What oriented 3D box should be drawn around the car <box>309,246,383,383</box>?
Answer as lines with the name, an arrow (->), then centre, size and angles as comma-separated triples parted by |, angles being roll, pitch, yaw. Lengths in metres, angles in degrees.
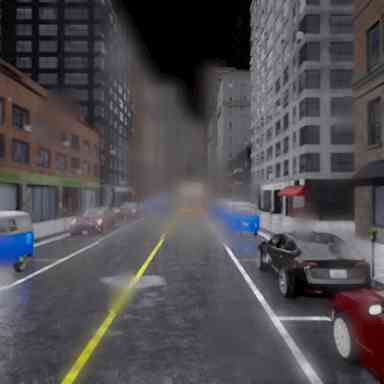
car -> 2.857, 1.576, 3.067 | 1.887, 1.381, 4.507 | 0, -1, 0

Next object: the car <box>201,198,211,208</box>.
car -> 2.864, 2.107, 52.576 | 1.802, 1.307, 4.206 | 0, -1, 0

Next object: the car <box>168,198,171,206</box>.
car -> -5.660, 2.202, 63.580 | 1.947, 1.339, 4.313 | 0, -1, 0

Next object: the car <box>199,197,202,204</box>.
car -> 2.864, 1.895, 58.080 | 2.192, 1.841, 5.009 | 0, -1, 0

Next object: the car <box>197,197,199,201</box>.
car -> 2.868, 2.357, 80.082 | 2.008, 1.369, 4.403 | 0, -1, 0

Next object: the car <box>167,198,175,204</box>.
car -> -5.656, 2.361, 91.087 | 1.967, 1.590, 4.097 | 0, -1, 0

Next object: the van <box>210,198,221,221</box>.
van -> 2.860, 1.646, 30.574 | 1.690, 1.788, 3.998 | 0, -1, 0

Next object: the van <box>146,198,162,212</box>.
van -> -5.663, 1.811, 47.080 | 1.690, 1.788, 3.998 | 0, -1, 0

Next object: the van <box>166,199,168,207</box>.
van -> -5.661, 1.922, 58.081 | 1.690, 1.788, 3.998 | 0, -1, 0

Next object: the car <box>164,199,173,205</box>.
car -> -5.657, 2.372, 80.083 | 1.947, 1.339, 4.313 | 0, -1, 0

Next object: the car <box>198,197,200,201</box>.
car -> 2.866, 2.133, 69.081 | 1.967, 1.590, 4.097 | 0, -1, 0

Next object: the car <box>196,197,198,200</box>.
car -> 2.869, 2.487, 91.084 | 1.947, 1.339, 4.313 | 0, -1, 0

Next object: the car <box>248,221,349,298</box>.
car -> 2.858, 1.652, 8.568 | 1.947, 1.339, 4.313 | 0, -1, 0

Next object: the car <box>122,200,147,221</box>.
car -> -5.665, 1.745, 30.575 | 1.967, 1.590, 4.097 | 0, -1, 0

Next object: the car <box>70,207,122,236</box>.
car -> -5.667, 1.636, 19.573 | 1.967, 1.590, 4.097 | 0, -1, 0

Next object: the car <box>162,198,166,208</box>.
car -> -5.662, 2.076, 52.578 | 2.008, 1.369, 4.403 | 0, -1, 0

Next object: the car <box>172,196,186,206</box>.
car -> -2.989, 2.242, 71.780 | 2.128, 1.511, 4.902 | 0, -1, 0

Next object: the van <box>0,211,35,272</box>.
van -> -5.668, 1.428, 8.571 | 1.690, 1.788, 3.998 | 0, -1, 0

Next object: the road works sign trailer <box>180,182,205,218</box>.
road works sign trailer -> 0.005, 0.806, 34.262 | 2.380, 3.560, 2.880 | 0, -1, 0

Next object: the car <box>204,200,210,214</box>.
car -> 2.863, 1.997, 41.574 | 1.802, 1.307, 4.206 | 0, -1, 0

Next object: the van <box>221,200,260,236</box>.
van -> 2.859, 1.537, 19.572 | 1.690, 1.788, 3.998 | 0, -1, 0

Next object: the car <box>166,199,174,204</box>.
car -> -5.657, 2.446, 85.584 | 1.802, 1.307, 4.206 | 0, -1, 0
